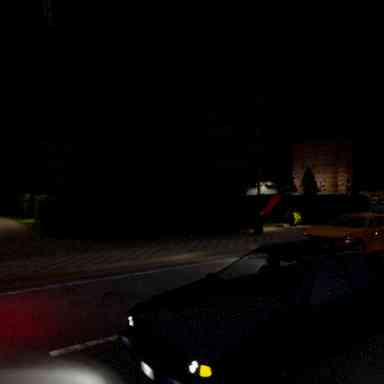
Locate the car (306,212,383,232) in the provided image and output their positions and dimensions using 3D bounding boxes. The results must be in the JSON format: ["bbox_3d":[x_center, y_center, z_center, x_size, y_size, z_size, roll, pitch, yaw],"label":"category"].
[{"bbox_3d":[6.363,1.545,12.816,5.008,1.535,1.882,1,0,-35],"label":"car"}]

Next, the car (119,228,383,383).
[{"bbox_3d":[1.678,1.571,5.188,5.357,1.411,2.033,0,0,-35],"label":"car"}]

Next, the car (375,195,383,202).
[{"bbox_3d":[47.974,1.860,81.545,1.970,1.475,3.806,0,0,-36],"label":"car"}]
